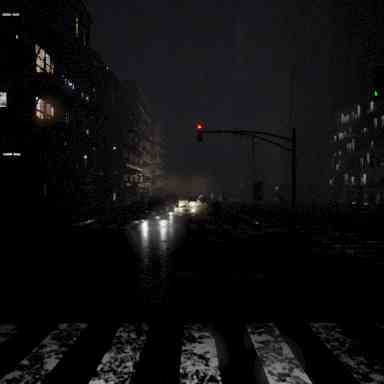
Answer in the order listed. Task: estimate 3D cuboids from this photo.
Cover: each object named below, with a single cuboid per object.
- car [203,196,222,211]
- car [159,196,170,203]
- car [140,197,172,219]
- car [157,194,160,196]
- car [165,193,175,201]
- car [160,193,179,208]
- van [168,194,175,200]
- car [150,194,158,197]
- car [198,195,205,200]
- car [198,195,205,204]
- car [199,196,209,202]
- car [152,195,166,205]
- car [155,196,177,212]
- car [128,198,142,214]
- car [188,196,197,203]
[{"bbox_3d":[2.656,1.540,41.090,1.887,1.381,4.507,-1,0,0],"label":"car"},{"bbox_3d":[-5.684,1.583,69.279,1.802,1.307,4.206,-1,0,0],"label":"car"},{"bbox_3d":[-3.092,1.500,29.354,1.837,1.490,4.892,0,0,0],"label":"car"},{"bbox_3d":[-5.691,1.312,52.333,2.192,1.841,5.009,-1,0,0],"label":"car"},{"bbox_3d":[-5.683,1.322,86.226,2.192,1.841,5.009,-1,0,0],"label":"car"},{"bbox_3d":[-3.078,1.218,49.456,2.150,2.045,5.566,0,0,0],"label":"car"},{"bbox_3d":[-5.681,1.350,91.874,1.690,1.788,3.998,-1,0,0],"label":"van"},{"bbox_3d":[-5.693,1.436,41.034,1.967,1.590,4.097,-1,0,0],"label":"car"},{"bbox_3d":[2.668,1.534,92.101,1.752,1.417,4.829,-1,0,0],"label":"car"},{"bbox_3d":[2.662,1.551,63.685,2.008,1.369,4.403,-1,0,0],"label":"car"},{"bbox_3d":[2.665,1.548,74.984,1.887,1.381,4.507,-1,0,0],"label":"car"},{"bbox_3d":[-5.688,1.439,57.981,1.967,1.590,4.097,-1,0,0],"label":"car"},{"bbox_3d":[-3.086,1.521,39.109,1.812,1.442,4.674,0,0,0],"label":"car"},{"bbox_3d":[-5.692,1.540,35.385,1.887,1.381,4.507,-1,0,0],"label":"car"},{"bbox_3d":[0.120,1.549,69.808,2.033,1.411,5.357,0,0,0],"label":"car"}]
